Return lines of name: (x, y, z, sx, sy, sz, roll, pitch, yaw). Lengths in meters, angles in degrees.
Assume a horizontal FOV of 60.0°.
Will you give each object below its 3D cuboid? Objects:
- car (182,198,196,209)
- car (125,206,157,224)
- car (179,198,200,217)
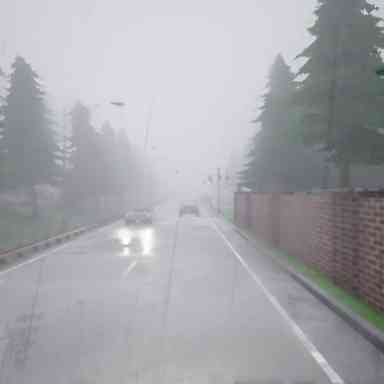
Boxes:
car: (-0.367, 1.601, 46.850, 1.812, 1.442, 4.674, 0, 0, 1)
car: (-3.778, 1.723, 25.206, 1.895, 1.301, 4.718, 0, 0, -1)
car: (-0.264, 1.579, 32.446, 1.812, 1.442, 4.674, 0, 0, -1)
